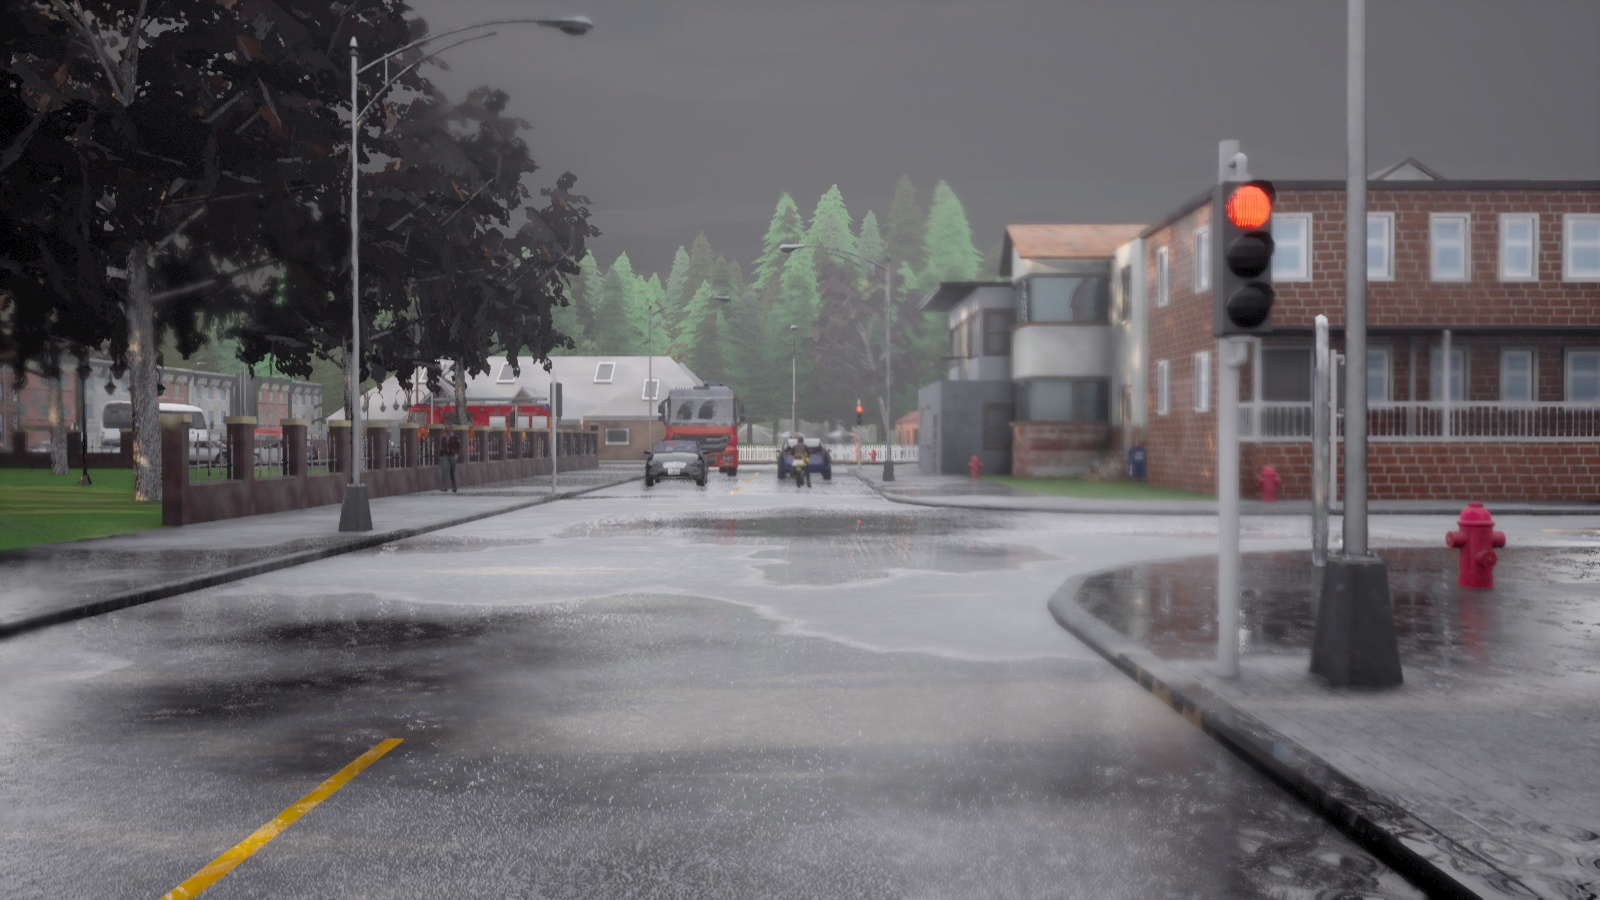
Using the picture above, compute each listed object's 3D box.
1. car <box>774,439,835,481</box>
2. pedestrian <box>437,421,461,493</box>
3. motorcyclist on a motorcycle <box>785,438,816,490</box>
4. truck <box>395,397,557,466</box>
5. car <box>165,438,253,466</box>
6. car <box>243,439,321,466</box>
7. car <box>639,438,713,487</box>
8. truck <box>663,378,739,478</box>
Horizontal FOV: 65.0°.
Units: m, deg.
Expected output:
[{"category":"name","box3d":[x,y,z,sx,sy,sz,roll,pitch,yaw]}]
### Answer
[{"category":"car","box3d":[0.167,0.347,47.197,2.163,1.488,4.792,0,0,0]},{"category":"pedestrian","box3d":[-9.131,0.172,32.669,0.376,1.854,0.720,0,0,5]},{"category":"motorcyclist on a motorcycle","box3d":[0.028,0.405,38.234,0.797,1.523,2.044,0,0,4]},{"category":"truck","box3d":[-18.288,-1.036,71.279,8.468,3.827,2.891,0,0,1]},{"category":"car","box3d":[-31.765,0.114,67.614,3.806,1.475,1.970,0,0,-1]},{"category":"car","box3d":[-29.387,0.134,71.297,3.633,1.501,1.845,0,0,0]},{"category":"car","box3d":[-3.946,0.355,40.706,2.128,1.511,4.902,0,0,-3]},{"category":"truck","box3d":[-4.037,-0.866,52.498,2.891,3.827,8.468,0,0,-3]}]
